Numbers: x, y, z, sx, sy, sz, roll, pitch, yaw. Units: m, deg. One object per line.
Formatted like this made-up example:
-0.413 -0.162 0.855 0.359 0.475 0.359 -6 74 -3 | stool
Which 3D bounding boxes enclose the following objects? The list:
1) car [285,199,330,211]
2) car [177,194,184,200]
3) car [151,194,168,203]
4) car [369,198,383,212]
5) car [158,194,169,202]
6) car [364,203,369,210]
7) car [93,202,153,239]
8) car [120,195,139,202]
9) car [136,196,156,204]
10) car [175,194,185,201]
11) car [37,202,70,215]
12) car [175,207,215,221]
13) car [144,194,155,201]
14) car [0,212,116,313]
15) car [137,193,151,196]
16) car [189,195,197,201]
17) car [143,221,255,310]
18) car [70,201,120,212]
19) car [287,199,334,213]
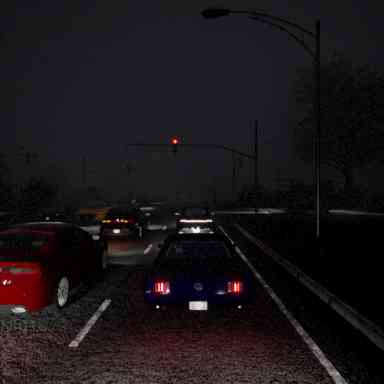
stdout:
13.684 1.526 39.620 4.674 1.442 1.812 0 0 5 | car
-3.207 1.328 95.035 1.882 1.535 5.008 0 0 1 | car
-6.824 1.547 68.989 2.033 1.411 5.357 0 0 0 | car
22.235 1.470 35.629 5.008 1.535 1.882 0 0 3 | car
-6.793 1.355 79.066 2.097 1.767 4.553 0 0 0 | car
22.860 1.484 39.100 4.902 1.511 2.128 0 0 3 | car
-3.356 1.505 17.266 1.837 1.490 4.892 0 0 0 | car
-10.452 1.547 53.715 2.033 1.411 5.357 0 0 0 | car
-6.837 1.601 49.883 1.895 1.301 4.718 0 0 -2 | car
-3.275 1.532 84.626 2.033 1.411 5.357 0 0 0 | car
-10.531 1.547 26.926 2.033 1.411 5.357 0 0 0 | car
0.154 1.491 17.003 2.128 1.511 4.902 0 0 -1 | car
-10.286 1.355 81.585 2.097 1.767 4.553 0 0 0 | car
-3.381 1.478 7.768 1.882 1.535 5.008 0 0 0 | car
-10.321 1.221 68.552 2.150 2.045 5.566 0 0 0 | car
0.225 1.500 84.631 1.837 1.490 4.892 0 0 0 | car
0.120 1.601 7.741 1.895 1.301 4.718 0 0 0 | car
-7.037 1.477 24.690 1.882 1.535 5.008 0 0 0 | car
12.815 1.491 36.166 4.902 1.511 2.128 0 0 3 | car
